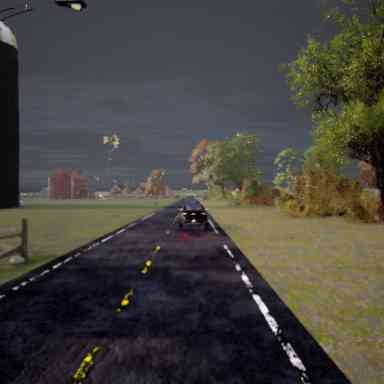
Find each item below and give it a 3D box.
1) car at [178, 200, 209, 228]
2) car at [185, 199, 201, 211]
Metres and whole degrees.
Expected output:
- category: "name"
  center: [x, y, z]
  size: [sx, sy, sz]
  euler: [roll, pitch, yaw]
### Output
- category: "car"
  center: [0.109, 1.524, 22.279]
  size: [2.128, 1.511, 4.902]
  euler: [0, 0, 0]
- category: "car"
  center: [0.117, 1.668, 42.609]
  size: [1.994, 1.385, 4.181]
  euler: [0, 0, 0]
